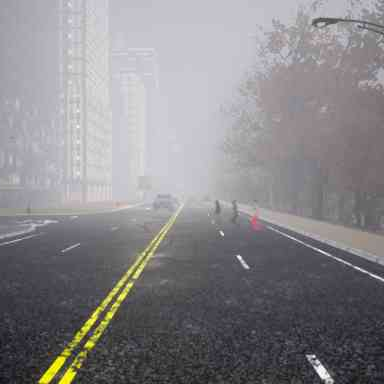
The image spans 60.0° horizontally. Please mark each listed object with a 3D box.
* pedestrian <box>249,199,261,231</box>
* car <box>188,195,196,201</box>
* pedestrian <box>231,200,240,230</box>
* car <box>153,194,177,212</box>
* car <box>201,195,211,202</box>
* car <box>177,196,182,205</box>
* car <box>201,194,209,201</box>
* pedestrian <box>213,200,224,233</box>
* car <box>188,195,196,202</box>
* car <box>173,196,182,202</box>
[{"bbox_3d":[3.601,1.292,18.810,0.375,1.860,0.375,0,0,0],"label":"pedestrian"},{"bbox_3d":[0.010,1.419,85.298,1.812,1.442,4.674,0,0,0],"label":"car"},{"bbox_3d":[2.515,1.292,19.409,0.375,1.860,0.375,0,0,0],"label":"pedestrian"},{"bbox_3d":[-3.346,1.223,39.809,2.150,2.045,5.566,0,0,0],"label":"car"},{"bbox_3d":[3.257,1.502,74.903,1.837,1.490,4.892,0,0,0],"label":"car"},{"bbox_3d":[-3.319,1.570,59.420,1.994,1.385,4.181,0,0,0],"label":"car"},{"bbox_3d":[3.260,1.372,85.297,1.882,1.535,5.008,0,0,0],"label":"car"},{"bbox_3d":[1.419,1.292,18.212,0.375,1.860,0.375,0,0,0],"label":"pedestrian"},{"bbox_3d":[0.009,1.542,74.904,2.033,1.411,5.357,0,0,0],"label":"car"},{"bbox_3d":[-3.242,1.594,75.029,1.895,1.301,4.718,0,0,0],"label":"car"}]
